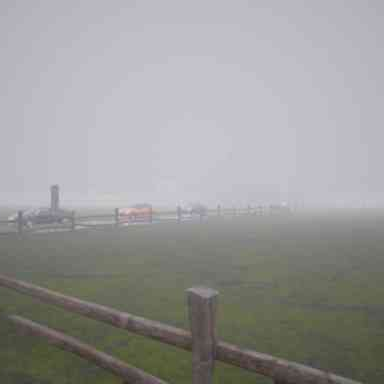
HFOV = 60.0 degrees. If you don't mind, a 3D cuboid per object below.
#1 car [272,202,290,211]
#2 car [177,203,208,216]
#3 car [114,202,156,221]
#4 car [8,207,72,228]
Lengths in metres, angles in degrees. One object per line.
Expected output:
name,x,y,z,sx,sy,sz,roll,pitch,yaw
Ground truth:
car,15.744,2.507,59.219,2.097,1.767,4.553,-1,-2,37
car,0.136,2.134,42.257,2.097,1.767,4.553,-1,-2,35
car,-5.740,1.951,33.979,2.097,1.767,4.553,-1,-2,35
car,-11.560,1.911,25.782,2.128,1.511,4.902,-1,-2,36
